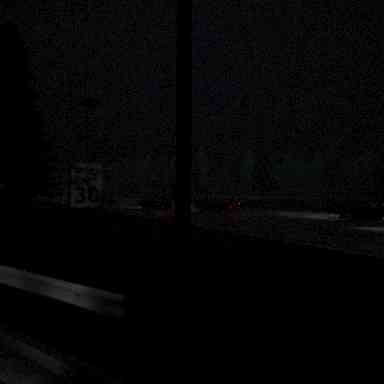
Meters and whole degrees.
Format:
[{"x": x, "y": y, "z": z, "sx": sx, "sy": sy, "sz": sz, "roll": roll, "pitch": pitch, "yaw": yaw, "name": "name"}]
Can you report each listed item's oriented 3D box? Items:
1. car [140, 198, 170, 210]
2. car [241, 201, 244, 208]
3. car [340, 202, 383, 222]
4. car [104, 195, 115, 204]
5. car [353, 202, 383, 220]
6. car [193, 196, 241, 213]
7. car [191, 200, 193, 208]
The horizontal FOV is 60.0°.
[{"x": -4.452, "y": 1.403, "z": 39.273, "sx": 1.895, "sy": 1.301, "sz": 4.718, "roll": 0, "pitch": 0, "yaw": -32, "name": "car"}, {"x": 4.949, "y": 1.398, "z": 44.048, "sx": 1.994, "sy": 1.385, "sz": 4.181, "roll": 0, "pitch": 0, "yaw": -32, "name": "car"}, {"x": 13.243, "y": 1.460, "z": 24.142, "sx": 2.128, "sy": 1.511, "sz": 4.902, "roll": 0, "pitch": 0, "yaw": -32, "name": "car"}, {"x": -14.335, "y": 1.240, "z": 55.117, "sx": 1.994, "sy": 1.385, "sz": 4.181, "roll": 0, "pitch": 0, "yaw": -32, "name": "car"}, {"x": 15.730, "y": 1.571, "z": 26.767, "sx": 1.895, "sy": 1.301, "sz": 4.718, "roll": 0, "pitch": 0, "yaw": -32, "name": "car"}, {"x": 2.469, "y": 1.339, "z": 34.797, "sx": 1.882, "sy": 1.535, "sz": 5.008, "roll": 0, "pitch": 0, "yaw": -32, "name": "car"}, {"x": 1.731, "y": 1.300, "z": 42.593, "sx": 1.882, "sy": 1.535, "sz": 5.008, "roll": 0, "pitch": 0, "yaw": -32, "name": "car"}]
